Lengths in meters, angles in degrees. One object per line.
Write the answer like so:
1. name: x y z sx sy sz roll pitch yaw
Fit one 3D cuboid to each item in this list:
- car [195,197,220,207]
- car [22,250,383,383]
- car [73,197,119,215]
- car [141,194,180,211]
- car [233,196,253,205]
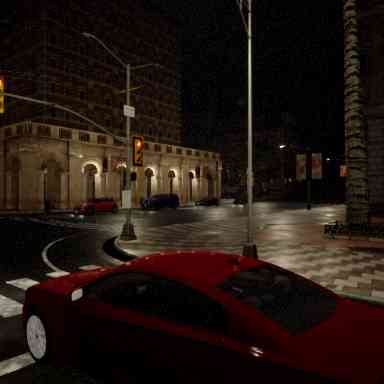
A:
1. car: 2.368 1.491 49.968 2.128 1.511 4.902 0 0 38
2. car: -0.206 1.478 4.081 5.008 1.535 1.882 0 0 38
3. car: -9.887 1.352 34.369 2.097 1.767 4.553 0 0 39
4. car: -3.861 1.222 41.986 2.150 2.045 5.566 0 0 38
5. car: 8.999 1.504 58.488 1.837 1.490 4.892 0 0 38
